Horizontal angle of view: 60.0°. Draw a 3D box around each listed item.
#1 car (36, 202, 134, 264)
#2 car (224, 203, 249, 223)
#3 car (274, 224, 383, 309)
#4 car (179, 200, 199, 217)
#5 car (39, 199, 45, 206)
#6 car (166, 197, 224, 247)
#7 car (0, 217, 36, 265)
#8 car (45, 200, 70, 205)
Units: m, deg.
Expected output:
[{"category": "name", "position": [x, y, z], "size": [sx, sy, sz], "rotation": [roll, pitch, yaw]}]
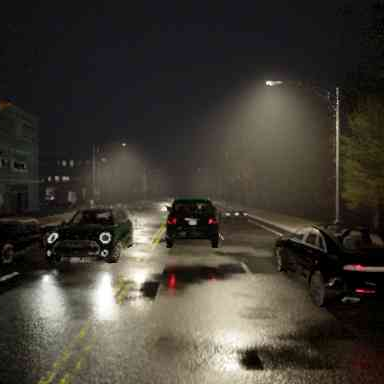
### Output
[{"category": "car", "position": [-3.411, 1.370, 11.871], "size": [2.097, 1.767, 4.553], "rotation": [0, 0, -1]}, {"category": "car", "position": [3.083, 1.586, 25.704], "size": [2.033, 1.411, 5.357], "rotation": [0, 0, -1]}, {"category": "car", "position": [3.322, 1.503, 7.876], "size": [2.128, 1.511, 4.902], "rotation": [0, 0, 0]}, {"category": "car", "position": [-0.285, 1.555, 32.924], "size": [1.837, 1.490, 4.892], "rotation": [0, 0, -1]}, {"category": "car", "position": [-29.147, 1.917, 62.025], "size": [4.403, 1.369, 2.008], "rotation": [-1, 1, -1]}, {"category": "car", "position": [-0.009, 1.247, 15.254], "size": [2.150, 2.045, 5.566], "rotation": [0, 0, -1]}, {"category": "car", "position": [-6.656, 1.620, 11.928], "size": [1.895, 1.301, 4.718], "rotation": [0, 0, -1]}, {"category": "car", "position": [-20.677, 1.905, 53.649], "size": [4.313, 1.339, 1.947], "rotation": [-1, 1, -1]}]
